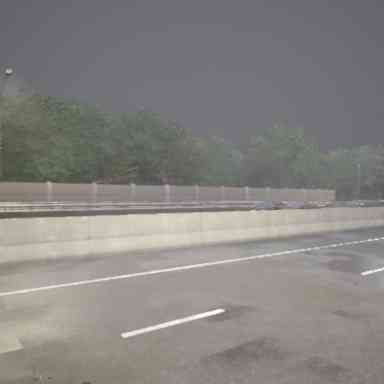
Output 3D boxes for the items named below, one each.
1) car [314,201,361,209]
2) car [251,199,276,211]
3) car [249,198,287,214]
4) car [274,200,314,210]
[{"bbox_3d":[13.970,1.669,31.172,4.553,1.767,2.097,1,0,-35],"label":"car"},{"bbox_3d":[8.814,1.808,36.091,4.892,1.490,1.837,1,0,-35],"label":"car"},{"bbox_3d":[9.367,1.692,40.781,4.553,1.767,2.097,1,0,-35],"label":"car"},{"bbox_3d":[10.812,1.780,33.219,5.008,1.535,1.882,1,0,-35],"label":"car"}]
